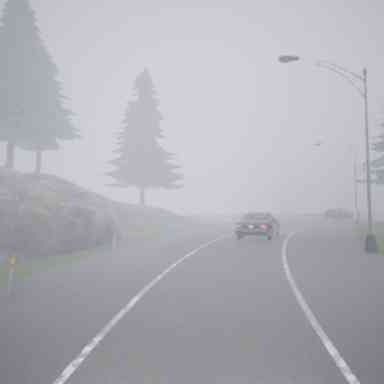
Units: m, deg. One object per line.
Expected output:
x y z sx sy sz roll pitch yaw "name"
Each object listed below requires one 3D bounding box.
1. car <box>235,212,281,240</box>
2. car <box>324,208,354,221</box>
3.801 1.823 18.768 2.033 1.411 5.357 -1 -2 21 "car"
17.245 2.586 38.981 4.902 1.511 2.128 4 -6 -44 "car"
